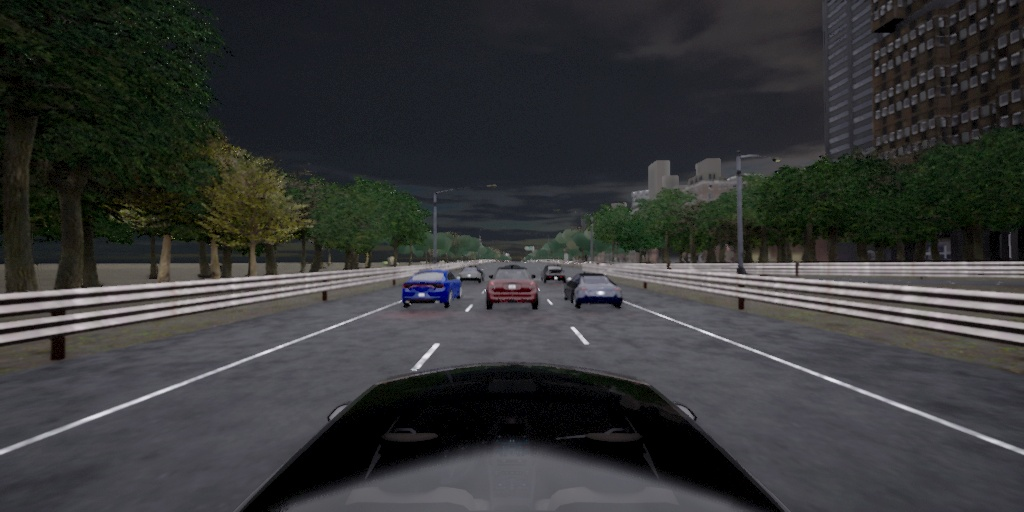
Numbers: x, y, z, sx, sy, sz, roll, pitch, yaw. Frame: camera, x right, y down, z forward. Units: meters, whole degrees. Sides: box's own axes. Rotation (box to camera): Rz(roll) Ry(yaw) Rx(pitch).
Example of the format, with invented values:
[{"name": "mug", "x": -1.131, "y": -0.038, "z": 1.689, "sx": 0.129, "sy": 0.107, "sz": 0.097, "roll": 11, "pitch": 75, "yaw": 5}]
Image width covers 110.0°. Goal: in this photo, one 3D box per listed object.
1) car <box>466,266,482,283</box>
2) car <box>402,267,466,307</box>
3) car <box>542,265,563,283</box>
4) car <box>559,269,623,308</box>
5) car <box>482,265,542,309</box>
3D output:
[{"name": "car", "x": -3.471, "y": 1.584, "z": 31.185, "sx": 1.994, "sy": 1.385, "sz": 4.181, "roll": 0, "pitch": 0, "yaw": 0}, {"name": "car", "x": -3.482, "y": 1.365, "z": 16.329, "sx": 1.882, "sy": 1.535, "sz": 5.008, "roll": 0, "pitch": 0, "yaw": 0}, {"name": "car", "x": 3.527, "y": 1.528, "z": 31.141, "sx": 1.837, "sy": 1.490, "sz": 4.892, "roll": 0, "pitch": 0, "yaw": 0}, {"name": "car", "x": 3.517, "y": 1.450, "z": 16.178, "sx": 1.994, "sy": 1.385, "sz": 4.181, "roll": 0, "pitch": 0, "yaw": 0}, {"name": "car", "x": 0.014, "y": 1.233, "z": 15.932, "sx": 2.097, "sy": 1.767, "sz": 4.553, "roll": 0, "pitch": -1, "yaw": 0}]
